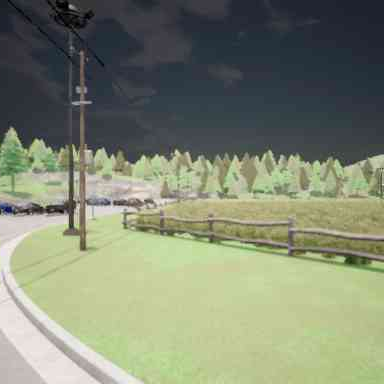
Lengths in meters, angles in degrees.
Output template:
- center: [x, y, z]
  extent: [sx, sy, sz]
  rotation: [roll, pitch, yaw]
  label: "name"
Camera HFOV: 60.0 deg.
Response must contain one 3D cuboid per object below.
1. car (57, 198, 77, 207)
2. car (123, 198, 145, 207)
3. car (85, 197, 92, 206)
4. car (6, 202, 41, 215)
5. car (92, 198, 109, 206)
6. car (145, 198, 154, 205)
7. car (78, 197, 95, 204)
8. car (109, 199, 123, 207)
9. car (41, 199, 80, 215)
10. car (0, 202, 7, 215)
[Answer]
- center: [-24.415, 2.042, 65.083]
  extent: [1.882, 1.535, 5.008]
  rotation: [0, 0, 3]
  label: "car"
- center: [-10.515, 1.845, 60.846]
  extent: [2.097, 1.767, 4.553]
  rotation: [0, 0, 4]
  label: "car"
- center: [-20.646, 2.156, 70.316]
  extent: [1.994, 1.385, 4.181]
  rotation: [0, 0, 3]
  label: "car"
- center: [-18.669, 1.884, 38.043]
  extent: [1.812, 1.442, 4.674]
  rotation: [0, -1, 3]
  label: "car"
- center: [-17.398, 1.905, 65.256]
  extent: [2.097, 1.767, 4.553]
  rotation: [0, 0, 3]
  label: "car"
- center: [-9.874, 2.098, 75.446]
  extent: [1.837, 1.490, 4.892]
  rotation: [0, 0, 3]
  label: "car"
- center: [-23.891, 1.966, 75.490]
  extent: [1.882, 1.535, 5.008]
  rotation: [0, 0, 3]
  label: "car"
- center: [-13.927, 2.012, 64.572]
  extent: [1.882, 1.535, 5.008]
  rotation: [0, 0, 3]
  label: "car"
- center: [-15.125, 1.826, 38.788]
  extent: [1.882, 1.535, 5.008]
  rotation: [0, -1, 3]
  label: "car"
- center: [-22.126, 1.856, 38.981]
  extent: [1.882, 1.535, 5.008]
  rotation: [0, 0, 3]
  label: "car"
